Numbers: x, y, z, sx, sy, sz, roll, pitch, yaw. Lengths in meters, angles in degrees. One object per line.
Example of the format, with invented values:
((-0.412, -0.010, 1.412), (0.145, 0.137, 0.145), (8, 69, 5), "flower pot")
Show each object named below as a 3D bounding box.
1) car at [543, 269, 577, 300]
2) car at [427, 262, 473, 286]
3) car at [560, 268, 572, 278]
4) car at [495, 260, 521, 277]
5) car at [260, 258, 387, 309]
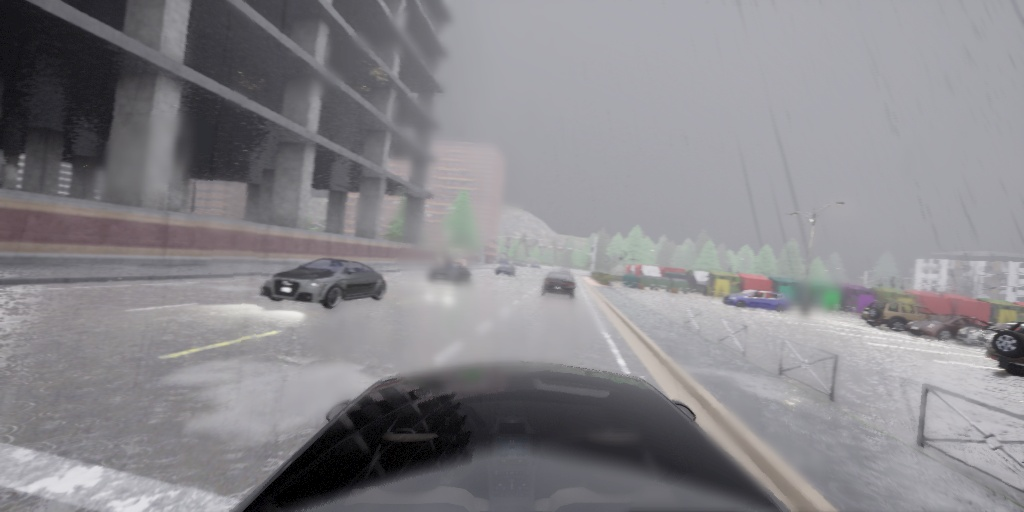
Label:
((3.116, 1.813, 22.995), (1.882, 1.535, 5.008), (6, -1, 9), "car")
((-3.957, 1.112, 23.500), (1.994, 1.385, 4.181), (6, -1, 9), "car")
((9.145, 2.910, 60.648), (1.812, 1.442, 4.674), (6, -1, 9), "car")
((-0.690, 1.661, 43.273), (2.033, 1.411, 5.357), (6, -1, 9), "car")
((-5.842, 0.783, 11.757), (1.994, 1.385, 4.181), (6, -1, 9), "car")
